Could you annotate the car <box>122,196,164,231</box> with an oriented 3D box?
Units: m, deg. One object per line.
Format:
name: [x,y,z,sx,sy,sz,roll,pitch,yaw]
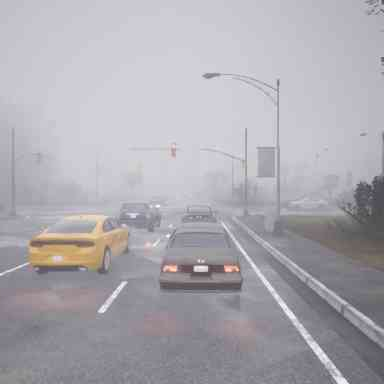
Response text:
car: [-3.082,1.305,19.733,2.097,1.767,4.553,0,0,1]

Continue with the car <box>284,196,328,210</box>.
car: [14.143,1.388,40.537,4.674,1.442,1.812,0,0,-2]

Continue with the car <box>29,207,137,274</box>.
car: [-3.252,1.463,10.603,1.882,1.535,5.008,0,0,1]

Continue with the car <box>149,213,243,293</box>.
car: [0.211,1.537,8.989,2.033,1.411,5.357,0,0,1]

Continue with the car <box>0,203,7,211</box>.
car: [-22.376,1.410,35.530,4.674,1.442,1.812,0,0,-2]

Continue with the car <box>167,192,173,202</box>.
car: [-5.639,1.226,69.182,1.837,1.490,4.892,0,1,1]

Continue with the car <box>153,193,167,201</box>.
car: [-6.005,1.287,56.020,2.128,1.511,4.902,0,0,1]

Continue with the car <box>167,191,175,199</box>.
car: [-5.352,0.766,82.767,2.150,2.045,5.566,0,1,1]

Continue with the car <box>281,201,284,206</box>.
car: [14.291,1.325,44.046,5.008,1.535,1.882,0,0,-2]

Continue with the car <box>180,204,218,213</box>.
car: [0.398,1.462,18.725,1.837,1.490,4.892,0,0,1]

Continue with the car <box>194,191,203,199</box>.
car: [1.731,0.679,87.171,2.150,2.045,5.566,0,1,1]

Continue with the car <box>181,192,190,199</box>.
car: [-1.771,0.946,87.208,1.837,1.490,4.892,0,1,1]
